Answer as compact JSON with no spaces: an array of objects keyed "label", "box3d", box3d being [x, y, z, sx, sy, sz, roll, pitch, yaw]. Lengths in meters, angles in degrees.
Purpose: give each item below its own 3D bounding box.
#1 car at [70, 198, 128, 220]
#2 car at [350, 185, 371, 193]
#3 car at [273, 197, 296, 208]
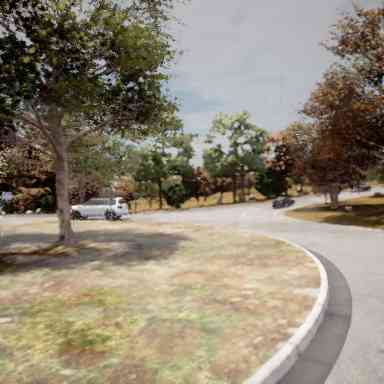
[{"label":"car","box3d":[-8.956,1.618,31.636,5.566,2.045,2.150,-1,-1,6]},{"label":"car","box3d":[33.947,-0.663,67.108,4.902,1.511,2.128,-6,2,-30]},{"label":"car","box3d":[13.317,1.433,47.866,1.837,1.490,4.892,-3,1,40]}]
